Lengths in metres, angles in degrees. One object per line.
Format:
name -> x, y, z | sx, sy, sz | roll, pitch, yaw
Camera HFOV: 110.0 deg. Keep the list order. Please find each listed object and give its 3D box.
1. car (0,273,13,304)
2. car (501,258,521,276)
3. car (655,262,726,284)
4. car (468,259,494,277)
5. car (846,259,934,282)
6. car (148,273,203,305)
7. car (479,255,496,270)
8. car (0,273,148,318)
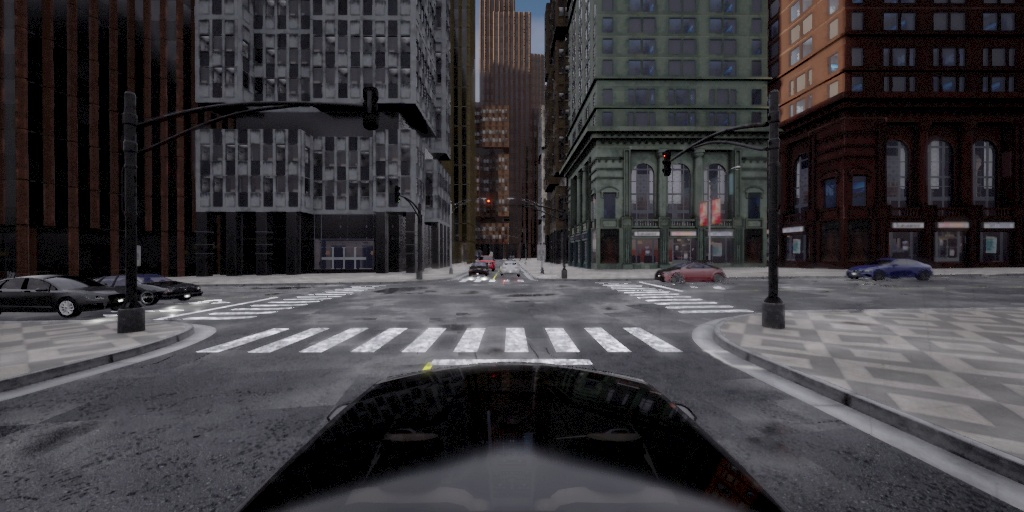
car -> -27.350, 1.609, 16.942 | 4.892, 1.490, 1.837 | -1, 0, 0
car -> -0.146, 1.253, 36.788 | 1.812, 1.442, 4.674 | 0, 0, 0
car -> 11.749, 1.110, 23.782 | 4.181, 1.385, 1.994 | -1, 0, 0
car -> -3.236, 1.276, 36.193 | 2.033, 1.411, 5.357 | 0, 0, 0
car -> 25.024, 0.900, 23.785 | 4.674, 1.442, 1.812 | -1, 0, 0
car -> -17.863, 1.523, 17.023 | 5.357, 1.411, 2.033 | -1, 0, 5
car -> -3.332, 0.934, 46.872 | 2.150, 2.045, 5.566 | 0, 0, -1
car -> -17.420, 1.492, 13.717 | 4.892, 1.490, 1.837 | -1, 0, 0
